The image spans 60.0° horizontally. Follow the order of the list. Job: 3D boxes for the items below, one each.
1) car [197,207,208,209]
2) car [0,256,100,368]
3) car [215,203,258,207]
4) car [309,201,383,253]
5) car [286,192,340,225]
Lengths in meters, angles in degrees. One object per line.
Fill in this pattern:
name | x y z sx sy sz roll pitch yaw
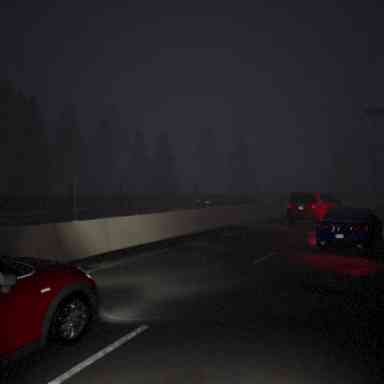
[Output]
car | 2.393 0.973 36.338 2.097 1.767 4.553 1 1 44
car | -3.216 1.308 3.918 2.097 1.767 4.553 0 1 26
car | 4.804 1.140 33.824 2.128 1.511 4.902 1 1 44
car | 6.413 1.340 13.359 1.882 1.535 5.008 0 1 34
car | 7.951 1.002 21.263 2.150 2.045 5.566 0 1 39
